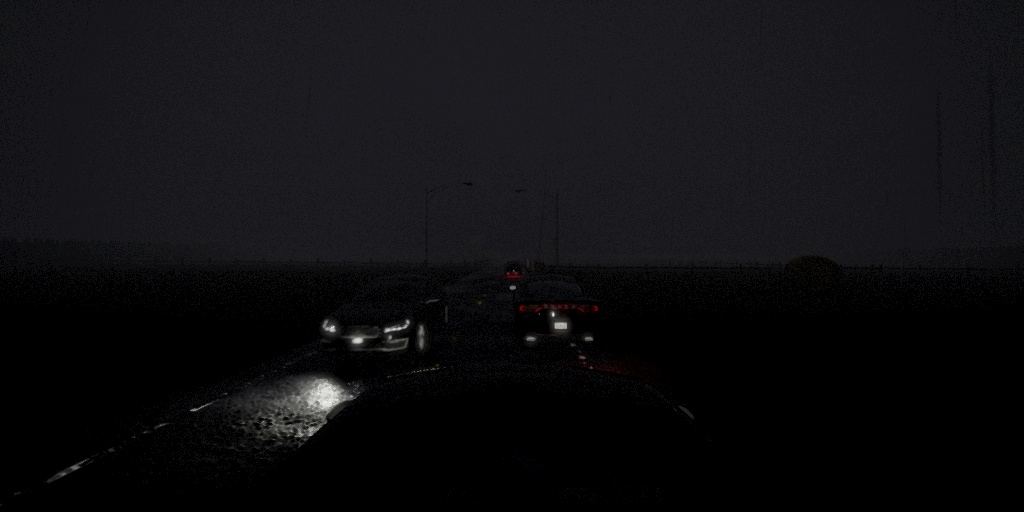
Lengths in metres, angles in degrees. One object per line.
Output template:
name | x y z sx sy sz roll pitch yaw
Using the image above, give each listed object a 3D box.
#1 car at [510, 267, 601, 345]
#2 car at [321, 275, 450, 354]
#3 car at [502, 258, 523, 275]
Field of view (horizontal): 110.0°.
car | 0.965 1.228 9.566 1.882 1.535 5.008 0 0 0
car | -2.748 1.255 8.812 1.837 1.490 4.892 0 0 0
car | 0.111 1.250 38.733 1.837 1.490 4.892 0 0 -2
